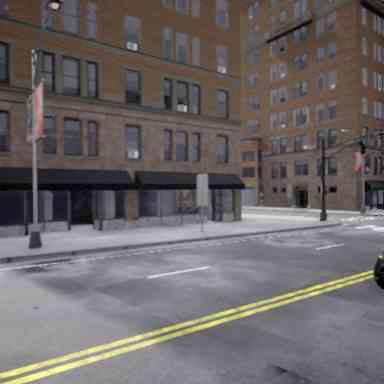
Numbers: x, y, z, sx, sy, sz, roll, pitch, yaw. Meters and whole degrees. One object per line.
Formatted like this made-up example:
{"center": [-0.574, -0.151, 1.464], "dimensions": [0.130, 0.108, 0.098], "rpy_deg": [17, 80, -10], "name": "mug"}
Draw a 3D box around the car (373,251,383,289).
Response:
{"center": [6.113, 1.550, 7.800], "dimensions": [4.181, 1.385, 1.994], "rpy_deg": [0, 0, -36], "name": "car"}
